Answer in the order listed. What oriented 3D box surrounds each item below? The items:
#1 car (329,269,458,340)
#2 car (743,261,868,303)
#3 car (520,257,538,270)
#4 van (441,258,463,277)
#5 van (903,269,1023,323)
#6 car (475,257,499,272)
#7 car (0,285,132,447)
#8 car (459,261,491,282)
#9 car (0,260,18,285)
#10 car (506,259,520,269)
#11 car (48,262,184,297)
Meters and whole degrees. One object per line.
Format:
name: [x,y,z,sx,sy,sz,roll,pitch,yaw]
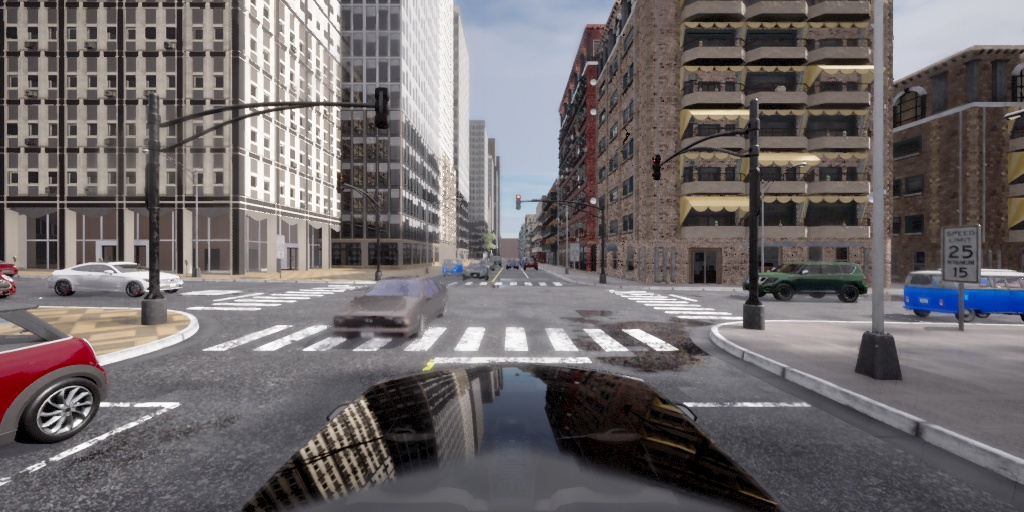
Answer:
car: [-3.065,1.286,10.303,2.033,1.411,5.357,1,0,0]
car: [15.449,1.297,19.020,5.566,2.045,2.150,1,0,0]
car: [2.661,1.079,51.502,2.192,1.841,5.009,0,0,0]
van: [-5.710,1.097,34.843,1.690,1.789,3.998,0,0,0]
van: [16.905,1.453,13.099,3.998,1.789,1.690,0,0,0]
car: [-3.125,1.253,46.053,2.128,1.511,4.902,0,0,0]
car: [-5.691,1.190,2.369,1.967,1.591,4.097,0,0,0]
car: [-2.933,1.318,29.284,1.994,1.385,4.181,0,0,-4]
car: [-21.154,0.818,13.128,4.097,1.591,1.967,0,0,0]
car: [0.067,1.368,55.728,1.895,1.301,4.718,0,0,0]
car: [-17.274,0.975,15.724,4.674,1.442,1.812,1,0,-2]
